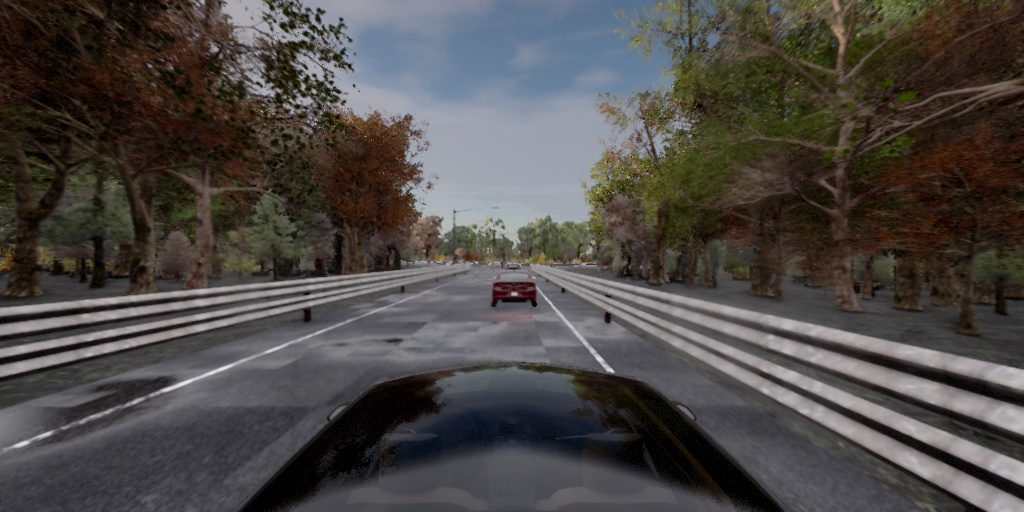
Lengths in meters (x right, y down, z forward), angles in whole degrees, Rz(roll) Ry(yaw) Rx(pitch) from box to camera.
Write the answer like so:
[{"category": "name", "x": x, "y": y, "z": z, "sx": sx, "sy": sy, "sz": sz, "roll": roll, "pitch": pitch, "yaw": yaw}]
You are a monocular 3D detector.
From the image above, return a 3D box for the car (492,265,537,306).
[{"category": "car", "x": 0.098, "y": 1.389, "z": 16.833, "sx": 1.882, "sy": 1.535, "sz": 5.008, "roll": 0, "pitch": 0, "yaw": 0}]
